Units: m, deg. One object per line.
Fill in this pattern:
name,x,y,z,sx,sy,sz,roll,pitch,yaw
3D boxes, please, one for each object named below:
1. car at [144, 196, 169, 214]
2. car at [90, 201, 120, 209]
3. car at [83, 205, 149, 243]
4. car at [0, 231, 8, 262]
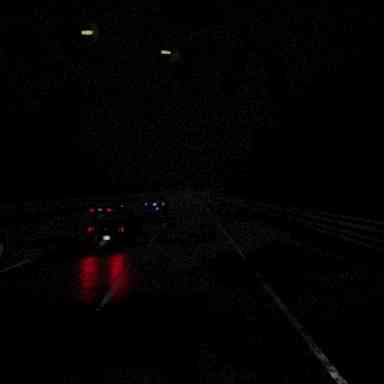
car,-3.405,1.180,32.566,2.097,1.767,4.553,0,0,0
car,-6.904,1.404,27.356,2.033,1.411,5.357,0,0,0
car,-3.403,1.519,15.489,1.895,1.301,4.718,0,0,0
car,-6.902,1.431,8.773,1.882,1.535,5.008,0,0,0
